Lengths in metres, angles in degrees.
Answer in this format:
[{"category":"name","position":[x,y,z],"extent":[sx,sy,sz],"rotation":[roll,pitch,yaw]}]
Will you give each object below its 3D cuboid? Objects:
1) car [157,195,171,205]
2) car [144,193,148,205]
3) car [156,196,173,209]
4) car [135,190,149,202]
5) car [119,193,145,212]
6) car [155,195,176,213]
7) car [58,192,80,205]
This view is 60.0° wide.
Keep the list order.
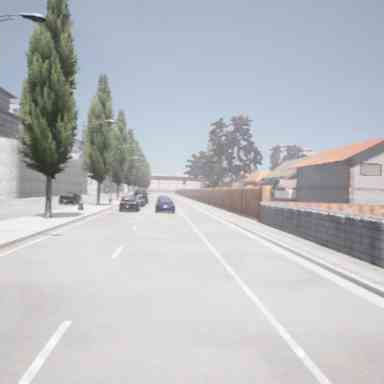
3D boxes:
[{"category":"car","position":[-4.405,1.195,51.849],"extent":[1.994,1.385,4.181],"rotation":[2,0,-5]},{"category":"car","position":[-6.987,1.149,42.209],"extent":[1.994,1.385,4.181],"rotation":[2,0,-5]},{"category":"car","position":[-3.519,1.247,42.715],"extent":[2.033,1.411,5.357],"rotation":[2,0,-5]},{"category":"car","position":[-7.880,0.737,51.557],"extent":[2.150,2.045,5.566],"rotation":[2,0,-5]},{"category":"car","position":[-6.178,1.141,33.376],"extent":[2.128,1.511,4.902],"rotation":[2,0,-5]},{"category":"car","position":[-2.688,1.330,33.575],"extent":[1.994,1.385,4.181],"rotation":[2,0,-5]},{"category":"car","position":[-15.014,0.764,41.211],"extent":[1.882,1.535,5.008],"rotation":[3,0,-5]}]
